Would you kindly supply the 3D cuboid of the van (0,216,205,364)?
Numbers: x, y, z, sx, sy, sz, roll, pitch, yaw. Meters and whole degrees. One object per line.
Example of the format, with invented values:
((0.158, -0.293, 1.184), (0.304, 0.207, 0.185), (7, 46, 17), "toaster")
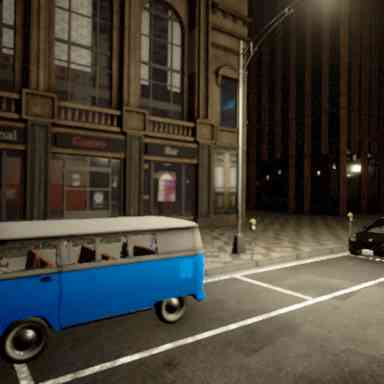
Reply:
((-1.659, 1.346, 5.567), (3.998, 1.788, 1.690), (0, 1, -35), "van")

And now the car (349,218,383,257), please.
((7.497, 1.599, 12.101), (4.313, 1.339, 1.947), (0, 1, -35), "car")
